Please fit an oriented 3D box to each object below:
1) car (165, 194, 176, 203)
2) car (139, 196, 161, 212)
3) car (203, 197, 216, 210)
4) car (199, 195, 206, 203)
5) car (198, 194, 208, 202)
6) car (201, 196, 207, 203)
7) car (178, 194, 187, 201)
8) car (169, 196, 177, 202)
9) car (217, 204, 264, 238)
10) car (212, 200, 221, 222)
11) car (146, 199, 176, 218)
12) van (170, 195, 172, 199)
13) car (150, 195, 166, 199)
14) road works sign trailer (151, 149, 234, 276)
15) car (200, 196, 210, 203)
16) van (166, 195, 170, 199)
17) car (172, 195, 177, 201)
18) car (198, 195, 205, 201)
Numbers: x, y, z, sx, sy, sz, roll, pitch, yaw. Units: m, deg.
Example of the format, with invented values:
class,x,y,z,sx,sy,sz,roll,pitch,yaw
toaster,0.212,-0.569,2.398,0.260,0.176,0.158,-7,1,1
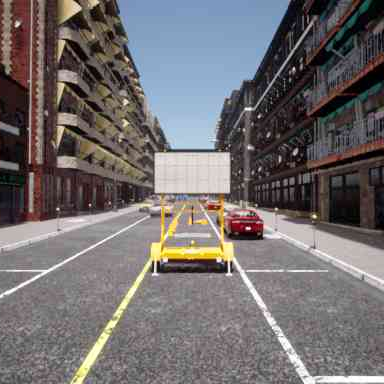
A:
class,x,y,z,sx,sy,sz,roll,pitch,yaw
car,-5.116,1.525,78.600,2.192,1.841,5.009,1,0,0
car,-5.207,1.594,39.717,1.752,1.417,4.829,2,0,0
car,2.672,1.613,39.806,1.887,1.381,4.507,1,0,0
car,2.722,1.683,61.930,1.887,1.381,4.507,1,0,0
car,2.741,1.551,84.054,2.192,1.841,5.009,1,0,0
car,2.684,1.634,45.338,2.008,1.369,4.403,1,0,0
car,-2.551,1.487,89.596,2.150,2.045,5.566,0,0,0
car,-5.098,1.830,89.662,1.947,1.339,4.313,1,0,0
car,2.624,1.564,17.684,1.887,1.381,4.507,1,0,0
car,2.637,1.555,23.386,1.752,1.417,4.829,1,0,0
car,-2.782,1.646,30.976,1.895,1.301,4.718,0,0,0
van,-5.154,1.480,62.010,1.690,1.788,3.998,1,0,0
car,-5.189,1.399,45.419,2.192,1.841,5.009,2,0,0
road works sign trailer,0.013,0.473,10.378,2.380,3.560,2.880,0,0,0
car,2.756,1.625,72.992,1.967,1.590,4.097,1,0,0
van,-5.165,1.459,56.478,1.690,1.788,3.998,2,0,0
car,-5.129,1.500,73.070,2.192,1.841,5.009,1,0,0
car,2.762,1.734,95.117,1.967,1.590,4.097,1,0,0
